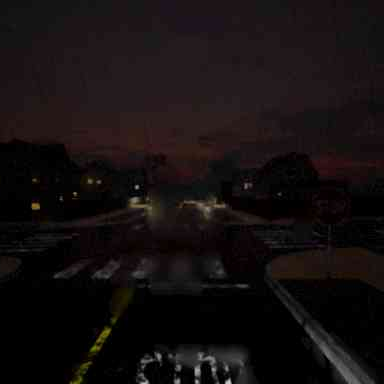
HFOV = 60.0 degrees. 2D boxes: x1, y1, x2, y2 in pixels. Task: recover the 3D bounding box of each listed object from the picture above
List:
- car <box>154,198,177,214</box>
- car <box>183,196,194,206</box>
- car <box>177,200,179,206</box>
[{"bbox_3d":[-3.101,1.628,37.084,2.033,1.411,5.357,0,0,-1],"label":"car"},{"bbox_3d":[-0.591,1.823,59.687,1.895,1.301,4.718,0,0,-1],"label":"car"},{"bbox_3d":[-3.348,1.775,58.141,1.994,1.385,4.181,0,-1,0],"label":"car"}]
